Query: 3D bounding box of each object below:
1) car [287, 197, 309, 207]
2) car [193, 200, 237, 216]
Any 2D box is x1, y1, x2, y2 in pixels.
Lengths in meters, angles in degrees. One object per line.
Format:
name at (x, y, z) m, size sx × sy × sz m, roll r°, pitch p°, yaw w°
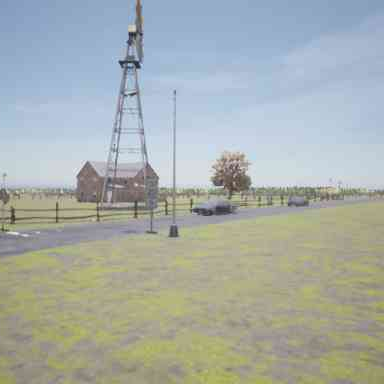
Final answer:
car at (15.475, 1.380, 48.466) m, size 1.994 × 1.385 × 4.181 m, roll 1°, pitch 1°, yaw 39°
car at (2.318, 1.430, 31.778) m, size 2.033 × 1.411 × 5.357 m, roll 1°, pitch 1°, yaw 38°
